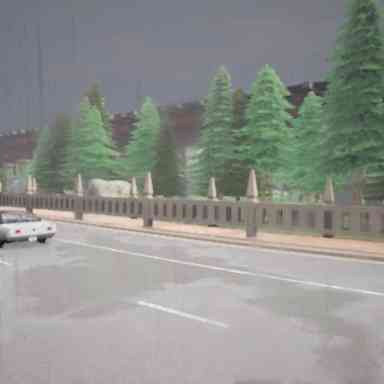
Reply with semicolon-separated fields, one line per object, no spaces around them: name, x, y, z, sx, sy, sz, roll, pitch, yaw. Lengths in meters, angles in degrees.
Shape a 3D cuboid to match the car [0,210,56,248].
car;-7.722;1.394;13.697;4.718;1.301;1.895;2;1;36
